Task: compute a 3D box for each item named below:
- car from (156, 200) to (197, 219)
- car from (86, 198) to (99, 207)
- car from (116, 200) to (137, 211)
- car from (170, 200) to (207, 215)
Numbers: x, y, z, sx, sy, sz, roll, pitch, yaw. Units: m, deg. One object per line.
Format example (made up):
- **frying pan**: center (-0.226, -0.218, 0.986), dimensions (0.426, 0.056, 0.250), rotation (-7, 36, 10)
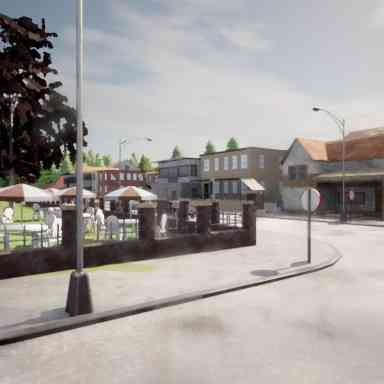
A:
- **car**: center (-1.447, 1.505, 29.621), dimensions (1.837, 1.490, 4.892), rotation (0, 0, -35)
- **car**: center (-14.448, 1.477, 47.979), dimensions (1.882, 1.535, 5.008), rotation (0, 0, -35)
- **car**: center (-7.237, 1.526, 37.758), dimensions (1.812, 1.442, 4.674), rotation (0, 0, -35)
- **car**: center (-0.441, 1.564, 35.416), dimensions (1.994, 1.385, 4.181), rotation (0, 0, -35)
